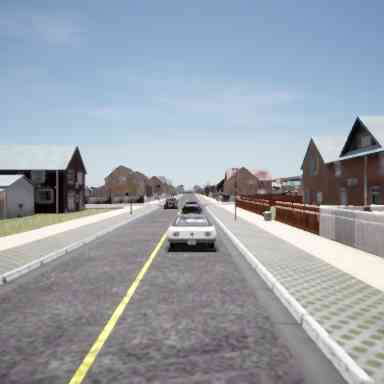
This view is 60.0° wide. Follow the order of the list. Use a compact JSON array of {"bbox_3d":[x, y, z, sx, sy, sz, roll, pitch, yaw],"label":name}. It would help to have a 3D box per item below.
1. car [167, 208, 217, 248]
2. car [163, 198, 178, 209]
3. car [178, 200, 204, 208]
[{"bbox_3d":[0.000,1.613,14.679,1.895,1.301,4.718,0,0,0],"label":"car"},{"bbox_3d":[-2.750,1.535,44.650,1.837,1.490,4.892,0,0,0],"label":"car"},{"bbox_3d":[0.000,1.505,29.649,1.837,1.490,4.892,0,0,0],"label":"car"}]
